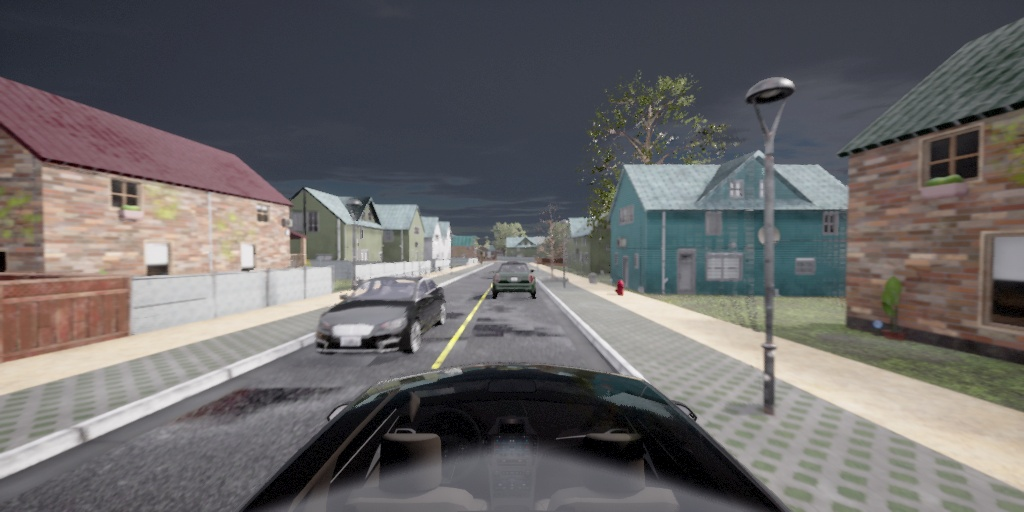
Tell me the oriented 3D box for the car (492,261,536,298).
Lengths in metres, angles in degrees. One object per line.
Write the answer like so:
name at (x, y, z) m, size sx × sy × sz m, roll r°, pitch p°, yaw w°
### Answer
car at (0.105, 1.093, 18.657) m, size 2.097 × 1.767 × 4.553 m, roll 0°, pitch 0°, yaw 0°

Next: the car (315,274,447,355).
car at (-2.846, 1.235, 8.794) m, size 2.128 × 1.511 × 4.902 m, roll 0°, pitch 0°, yaw 0°
